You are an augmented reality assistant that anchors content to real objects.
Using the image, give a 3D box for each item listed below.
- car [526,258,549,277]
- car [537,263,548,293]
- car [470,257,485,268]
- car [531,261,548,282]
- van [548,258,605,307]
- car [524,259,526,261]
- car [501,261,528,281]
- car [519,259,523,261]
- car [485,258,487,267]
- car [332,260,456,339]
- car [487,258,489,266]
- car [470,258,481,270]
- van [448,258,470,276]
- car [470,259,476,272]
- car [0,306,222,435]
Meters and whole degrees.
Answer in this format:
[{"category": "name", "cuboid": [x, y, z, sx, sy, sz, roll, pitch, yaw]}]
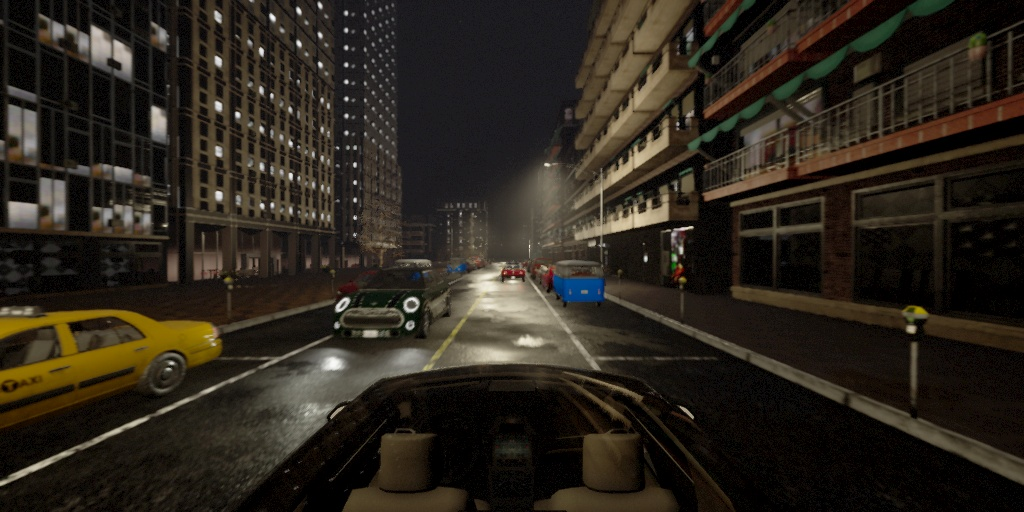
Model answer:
[{"category": "car", "cuboid": [2.687, 1.068, 31.704, 2.192, 1.841, 5.009, 0, 0, 0]}, {"category": "car", "cuboid": [2.688, 1.296, 20.648, 1.888, 1.381, 4.507, 0, 0, 0]}, {"category": "car", "cuboid": [-5.694, 1.082, 53.814, 2.192, 1.841, 5.009, 0, 0, 0]}, {"category": "car", "cuboid": [2.688, 1.302, 26.176, 2.007, 1.370, 4.403, 0, 0, 0]}, {"category": "van", "cuboid": [2.688, 1.091, 15.120, 1.690, 1.789, 3.998, 0, 0, 0]}, {"category": "car", "cuboid": [2.687, 1.325, 42.758, 1.948, 1.339, 4.313, 0, 0, 0]}, {"category": "car", "cuboid": [0.098, 1.354, 29.825, 1.895, 1.301, 4.718, 0, 0, 0]}, {"category": "car", "cuboid": [0.099, 1.327, 48.921, 1.994, 1.385, 4.181, 0, 0, 0]}, {"category": "car", "cuboid": [-5.694, 1.355, 59.341, 1.802, 1.307, 4.207, 0, 0, 0]}, {"category": "car", "cuboid": [-3.066, 1.102, 10.055, 2.097, 1.767, 4.553, 0, 0, 0]}, {"category": "car", "cuboid": [-5.694, 1.323, 64.869, 1.888, 1.381, 4.507, 0, 0, 0]}, {"category": "car", "cuboid": [-5.693, 1.314, 48.287, 2.007, 1.370, 4.403, 0, 0, 0]}, {"category": "van", "cuboid": [-5.693, 1.097, 37.231, 1.690, 1.789, 3.998, 0, 0, 0]}, {"category": "car", "cuboid": [-5.693, 1.341, 42.758, 1.802, 1.307, 4.207, 0, 0, 0]}, {"category": "car", "cuboid": [-5.692, 1.276, 3.895, 1.751, 1.417, 4.829, 0, 0, 0]}]
